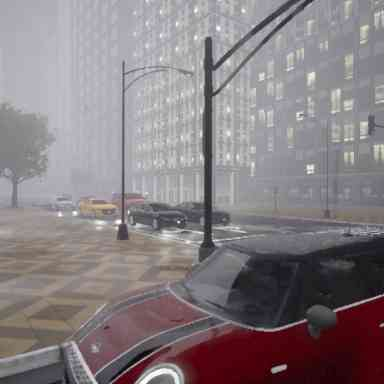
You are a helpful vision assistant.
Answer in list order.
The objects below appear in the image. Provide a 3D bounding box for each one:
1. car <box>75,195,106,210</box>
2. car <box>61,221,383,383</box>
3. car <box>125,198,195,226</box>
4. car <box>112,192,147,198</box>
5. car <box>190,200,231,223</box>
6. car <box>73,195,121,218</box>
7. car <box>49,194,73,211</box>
[{"bbox_3d":[-11.679,1.177,38.024,1.882,1.535,5.008,0,0,-37],"label":"car"},{"bbox_3d":[0.948,1.351,3.847,4.553,1.767,2.097,0,0,-31],"label":"car"},{"bbox_3d":[-2.153,1.357,19.777,1.837,1.490,4.892,0,0,-37],"label":"car"},{"bbox_3d":[-5.514,1.008,29.726,2.150,2.045,5.566,0,0,-37],"label":"car"},{"bbox_3d":[0.421,1.344,21.763,1.882,1.535,5.008,0,0,-37],"label":"car"},{"bbox_3d":[-7.808,1.254,27.371,1.882,1.535,5.008,0,0,-37],"label":"car"},{"bbox_3d":[-13.932,1.216,35.605,1.812,1.442,4.674,0,0,-37],"label":"car"}]
